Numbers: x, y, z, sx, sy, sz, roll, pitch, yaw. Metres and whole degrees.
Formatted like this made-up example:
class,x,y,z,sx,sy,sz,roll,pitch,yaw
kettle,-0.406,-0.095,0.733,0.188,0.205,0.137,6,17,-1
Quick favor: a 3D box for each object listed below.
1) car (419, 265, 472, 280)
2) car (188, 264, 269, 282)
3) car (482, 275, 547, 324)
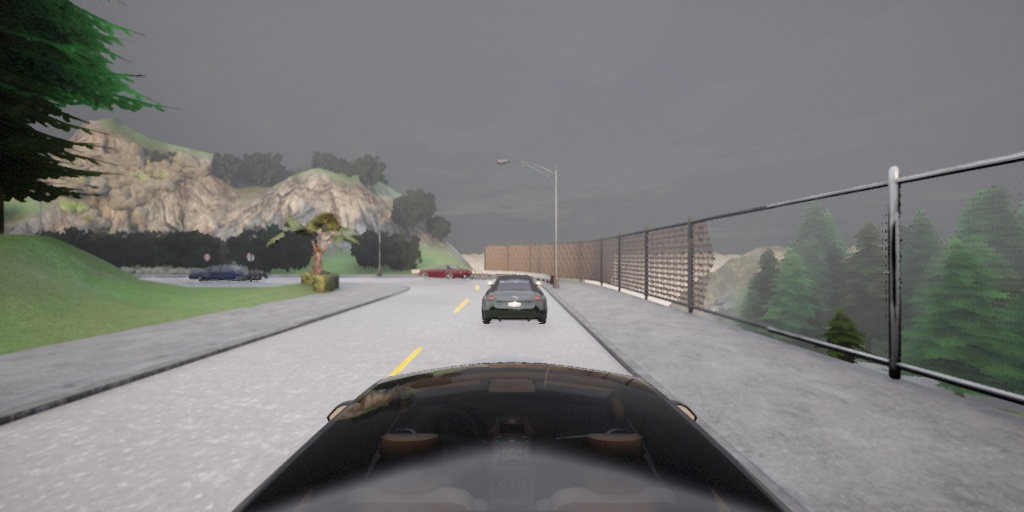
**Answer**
class,x,y,z,sx,sy,sz,roll,pitch,yaw
car,-5.982,1.445,31.733,4.718,1.301,1.895,0,0,31
car,-22.613,1.380,28.715,5.357,1.411,2.033,0,0,0
car,0.077,1.347,12.202,1.994,1.385,4.181,0,0,0
